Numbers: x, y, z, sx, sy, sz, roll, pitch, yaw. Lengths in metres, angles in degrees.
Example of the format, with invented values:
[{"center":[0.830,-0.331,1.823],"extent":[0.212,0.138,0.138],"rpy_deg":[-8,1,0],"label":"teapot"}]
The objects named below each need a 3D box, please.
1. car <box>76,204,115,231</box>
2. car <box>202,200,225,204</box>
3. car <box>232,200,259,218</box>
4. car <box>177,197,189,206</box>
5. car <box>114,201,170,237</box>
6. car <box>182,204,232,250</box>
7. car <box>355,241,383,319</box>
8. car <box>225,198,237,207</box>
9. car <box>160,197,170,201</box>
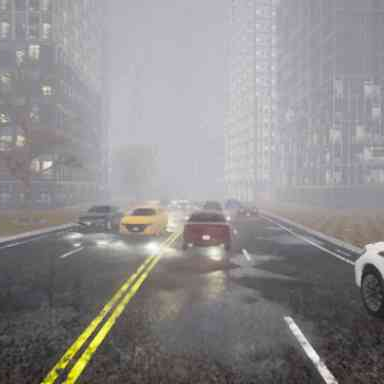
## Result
[{"center":[-5.595,1.535,20.992],"extent":[1.837,1.490,4.892],"rpy_deg":[0,0,5],"label":"car"},{"center":[2.060,1.571,34.091],"extent":[1.882,1.535,5.008],"rpy_deg":[0,0,3],"label":"car"},{"center":[5.134,1.700,31.751],"extent":[1.895,1.301,4.718],"rpy_deg":[0,0,4],"label":"car"},{"center":[-1.562,1.673,59.905],"extent":[1.812,1.442,4.674],"rpy_deg":[0,0,-3],"label":"car"},{"center":[-2.529,1.516,18.508],"extent":[1.882,1.535,5.008],"rpy_deg":[0,0,4],"label":"car"},{"center":[0.677,1.519,14.584],"extent":[1.882,1.535,5.008],"rpy_deg":[0,0,4],"label":"car"},{"center":[4.273,1.250,4.273],"extent":[2.150,2.045,5.566],"rpy_deg":[0,0,1],"label":"car"},{"center":[5.455,1.608,46.310],"extent":[1.882,1.535,5.008],"rpy_deg":[0,0,0],"label":"car"},{"center":[-5.015,1.626,62.700],"extent":[1.882,1.535,5.008],"rpy_deg":[0,0,-4],"label":"car"}]
